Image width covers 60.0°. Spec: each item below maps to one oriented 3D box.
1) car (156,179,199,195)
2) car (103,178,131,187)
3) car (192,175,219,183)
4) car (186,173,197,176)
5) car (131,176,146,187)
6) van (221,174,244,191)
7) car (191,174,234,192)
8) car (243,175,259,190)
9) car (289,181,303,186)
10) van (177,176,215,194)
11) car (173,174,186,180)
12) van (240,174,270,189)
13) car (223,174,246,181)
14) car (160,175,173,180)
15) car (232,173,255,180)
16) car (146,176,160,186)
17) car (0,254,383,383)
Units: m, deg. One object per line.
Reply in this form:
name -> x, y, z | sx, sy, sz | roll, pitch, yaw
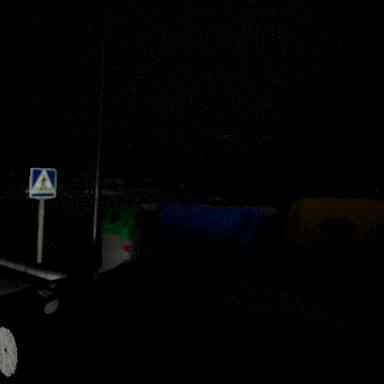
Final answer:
car -> -2.025, -0.461, 45.901 | 5.008, 1.535, 2.097 | 4, 7, 34
car -> -13.637, -1.617, 58.327 | 4.674, 1.452, 2.002 | 2, 5, 32
car -> 2.870, -2.868, 70.747 | 5.366, 1.575, 1.946 | 3, 5, 33
car -> -1.957, -2.527, 67.291 | 5.008, 1.535, 2.097 | 2, 5, 32
car -> -11.275, -1.801, 60.106 | 4.792, 1.488, 2.163 | 2, 5, 32
van -> 5.187, -1.202, 51.158 | 4.442, 1.987, 1.878 | 5, 8, 34
car -> 2.824, -1.052, 49.364 | 5.566, 2.045, 2.435 | 5, 8, 34
car -> 7.699, -1.268, 52.869 | 4.553, 1.767, 2.185 | 4, 7, 34
car -> 17.480, -1.797, 59.877 | 4.792, 1.488, 2.163 | 4, 7, 33
van -> 0.512, -0.847, 47.551 | 4.442, 1.987, 1.878 | 5, 7, 34
car -> -4.269, -2.477, 65.464 | 4.553, 1.767, 2.185 | 2, 6, 32
van -> 10.261, -1.529, 54.524 | 4.442, 1.987, 1.878 | 4, 7, 34
car -> 9.708, -3.389, 76.175 | 5.008, 1.535, 2.097 | 3, 5, 33
car -> -6.655, -2.151, 63.720 | 4.792, 1.488, 2.163 | 2, 6, 32
car -> 12.051, -3.559, 77.934 | 4.892, 1.521, 2.231 | 3, 6, 33
car -> -8.943, -2.129, 61.881 | 4.553, 1.767, 2.185 | 2, 6, 32
car -> -0.319, 1.464, 3.682 | 5.008, 1.535, 1.882 | 0, 0, 36
